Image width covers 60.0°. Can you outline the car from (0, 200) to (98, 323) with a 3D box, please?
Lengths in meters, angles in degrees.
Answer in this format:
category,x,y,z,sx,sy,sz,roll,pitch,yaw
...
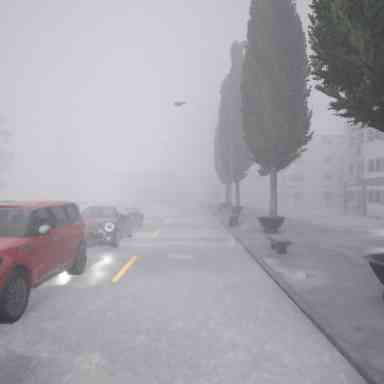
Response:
category,x,y,z,sx,sy,sz,roll,pitch,yaw
car,-4.090,1.225,7.548,2.150,2.045,5.566,0,0,0

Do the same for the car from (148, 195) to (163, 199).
category,x,y,z,sx,sy,sz,roll,pitch,yaw
car,-8.983,1.408,81.318,3.633,1.501,1.845,0,0,0

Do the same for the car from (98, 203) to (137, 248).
category,x,y,z,sx,sy,sz,roll,pitch,yaw
car,-3.986,1.352,14.789,2.097,1.767,4.553,0,0,0

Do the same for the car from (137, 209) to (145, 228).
category,x,y,z,sx,sy,sz,roll,pitch,yaw
car,-4.035,1.600,19.528,1.895,1.301,4.718,0,0,1
